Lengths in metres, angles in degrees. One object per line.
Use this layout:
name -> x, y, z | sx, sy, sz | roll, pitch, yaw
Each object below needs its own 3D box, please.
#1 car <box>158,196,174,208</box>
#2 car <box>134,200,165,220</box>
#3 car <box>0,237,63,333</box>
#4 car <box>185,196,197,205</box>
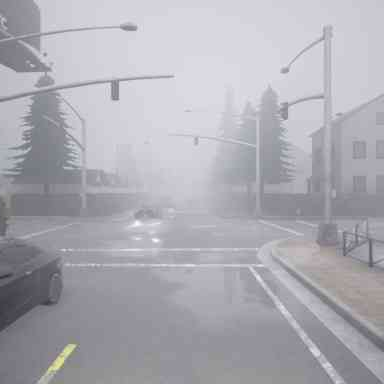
car -> -3.662, 1.352, 47.038 | 2.097, 1.767, 4.553 | 0, 0, 0
car -> -3.652, 1.589, 28.222 | 1.895, 1.301, 4.718 | 0, -1, 0
car -> -3.612, 1.526, 5.327 | 1.812, 1.442, 4.674 | 0, 0, 0
car -> -0.100, 1.491, 59.300 | 2.128, 1.511, 4.902 | 0, 0, 0
